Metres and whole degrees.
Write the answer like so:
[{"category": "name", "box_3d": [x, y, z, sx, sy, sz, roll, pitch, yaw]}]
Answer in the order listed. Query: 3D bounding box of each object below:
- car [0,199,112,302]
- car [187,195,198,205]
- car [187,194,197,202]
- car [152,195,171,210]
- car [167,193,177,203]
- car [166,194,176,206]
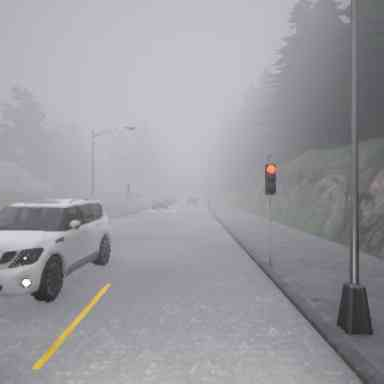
[{"category": "car", "box_3d": [-3.786, 1.221, 8.664, 2.150, 2.045, 5.566, 0, 0, 3]}, {"category": "car", "box_3d": [0.074, 1.477, 60.767, 1.882, 1.535, 5.008, 0, 0, 0]}, {"category": "car", "box_3d": [-0.028, 1.354, 73.609, 2.097, 1.767, 4.553, 0, 0, 0]}, {"category": "car", "box_3d": [-4.103, 1.526, 43.481, 1.812, 1.442, 4.674, 0, 0, 0]}, {"category": "car", "box_3d": [-4.068, 1.221, 64.451, 2.150, 2.045, 5.566, 0, 0, 0]}, {"category": "car", "box_3d": [-4.113, 1.477, 53.772, 1.882, 1.535, 5.008, 0, 0, 0]}]
